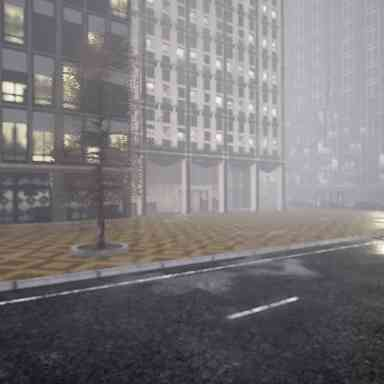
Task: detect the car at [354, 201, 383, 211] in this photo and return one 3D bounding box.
[{"bbox_3d":[24.532,1.968,45.654,1.947,1.339,4.313,0,0,-35],"label":"car"}]

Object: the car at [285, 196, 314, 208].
[{"bbox_3d":[18.069,1.885,55.007,1.947,1.339,4.313,0,0,-35],"label":"car"}]

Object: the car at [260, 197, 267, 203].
[{"bbox_3d":[15.189,1.731,73.808,1.802,1.307,4.206,0,0,-35],"label":"car"}]

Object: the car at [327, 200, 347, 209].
[{"bbox_3d":[21.283,1.943,50.320,1.802,1.307,4.206,0,0,-35],"label":"car"}]

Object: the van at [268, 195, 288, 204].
[{"bbox_3d":[18.453,1.533,69.153,1.690,1.788,3.998,0,0,-35],"label":"van"}]
